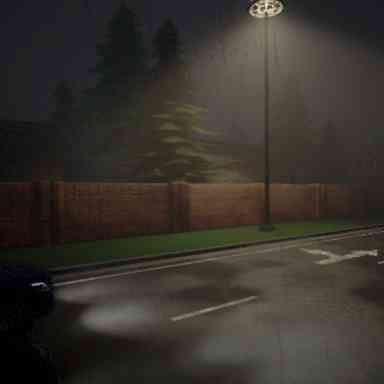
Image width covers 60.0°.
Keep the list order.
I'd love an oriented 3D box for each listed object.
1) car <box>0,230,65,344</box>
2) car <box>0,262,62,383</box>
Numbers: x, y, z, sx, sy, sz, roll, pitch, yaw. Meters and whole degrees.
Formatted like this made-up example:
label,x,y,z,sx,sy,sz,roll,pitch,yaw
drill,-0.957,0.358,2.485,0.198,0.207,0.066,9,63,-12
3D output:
label,x,y,z,sx,sy,sz,roll,pitch,yaw
car,-4.513,1.536,4.828,4.674,1.442,1.812,-1,0,-35
car,-3.157,1.510,1.496,4.902,1.511,2.128,-1,0,-35
